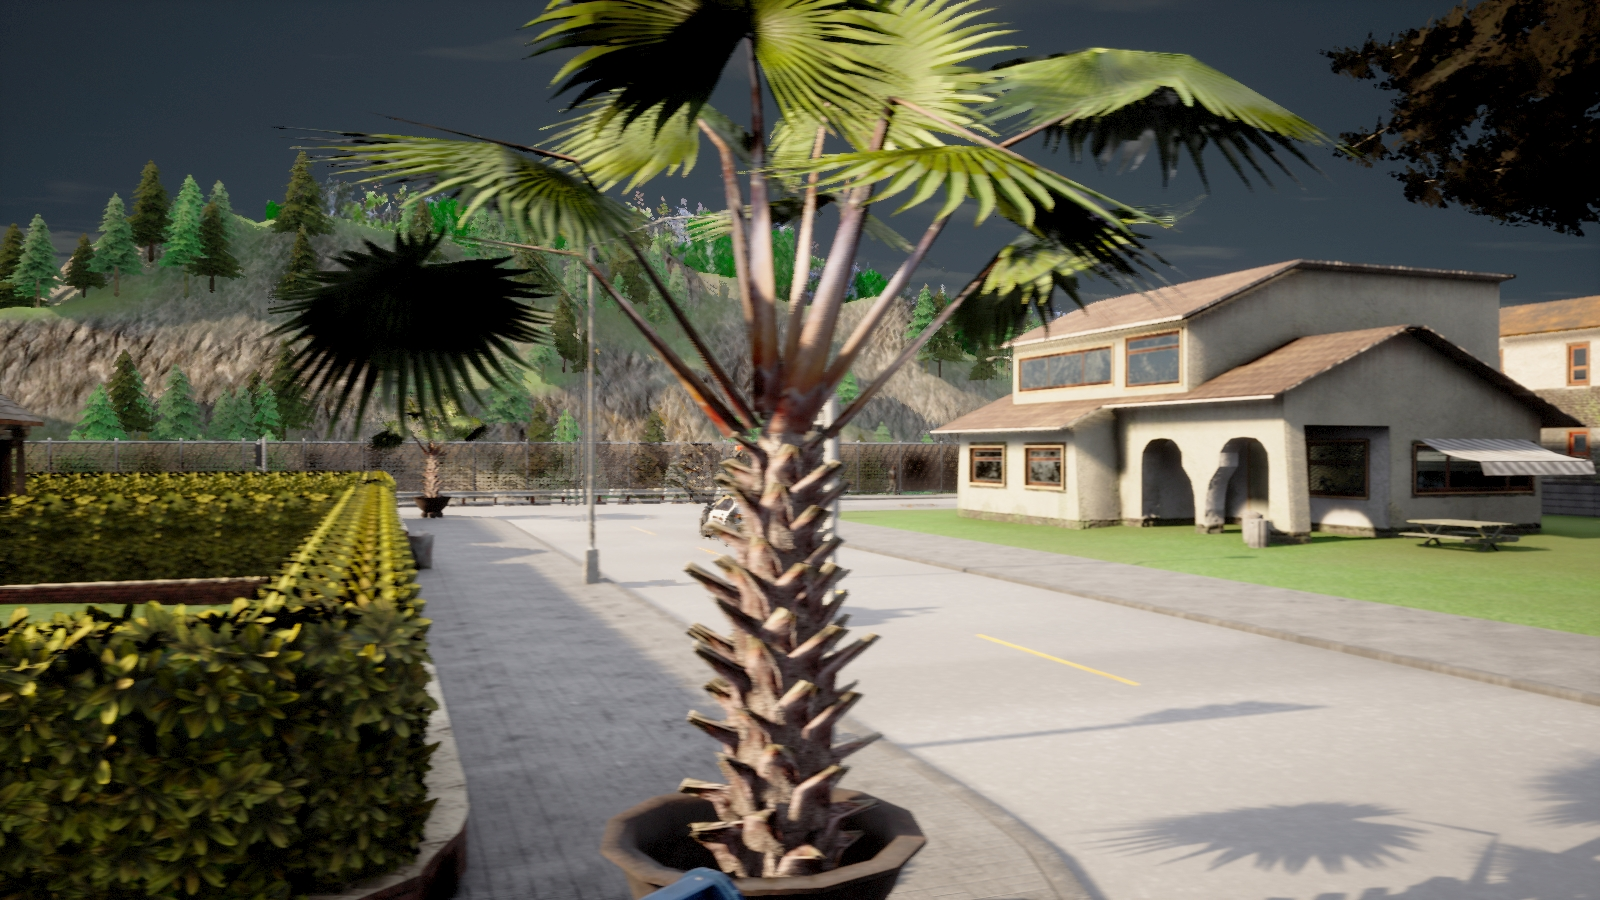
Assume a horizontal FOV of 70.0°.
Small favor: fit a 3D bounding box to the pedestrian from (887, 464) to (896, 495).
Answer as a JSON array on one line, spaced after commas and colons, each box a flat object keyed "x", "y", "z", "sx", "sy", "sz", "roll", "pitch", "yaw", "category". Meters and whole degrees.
[{"x": 5.408, "y": 1.749, "z": 67.571, "sx": 0.375, "sy": 1.860, "sz": 0.375, "roll": 0, "pitch": 0, "yaw": -19, "category": "pedestrian"}]

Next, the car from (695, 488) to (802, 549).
[{"x": -1.684, "y": 2.039, "z": 35.052, "sx": 2.038, "sy": 1.542, "sz": 4.974, "roll": 0, "pitch": 0, "yaw": -18, "category": "car"}]
